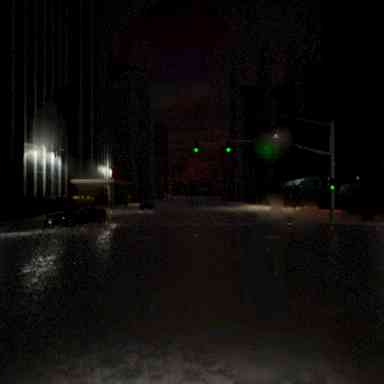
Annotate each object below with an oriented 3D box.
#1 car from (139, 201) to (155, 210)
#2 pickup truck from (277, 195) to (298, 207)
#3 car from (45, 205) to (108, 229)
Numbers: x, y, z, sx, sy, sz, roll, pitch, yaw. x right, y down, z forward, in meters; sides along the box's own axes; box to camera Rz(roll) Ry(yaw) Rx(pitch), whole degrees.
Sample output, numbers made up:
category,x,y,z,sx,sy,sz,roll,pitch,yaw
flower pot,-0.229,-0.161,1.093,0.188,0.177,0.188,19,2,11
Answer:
category,x,y,z,sx,sy,sz,roll,pitch,yaw
car,-6.627,2.004,49.200,1.895,1.301,4.718,0,0,0
pickup truck,17.069,1.532,59.158,2.390,2.098,6.274,0,-1,31
car,-8.141,1.695,23.807,2.128,1.511,4.902,1,0,26
